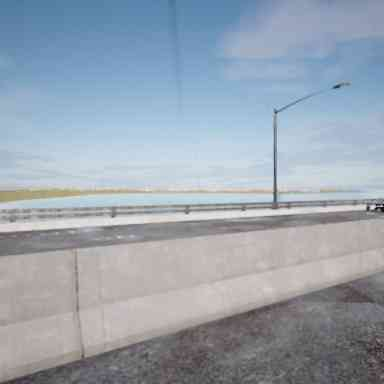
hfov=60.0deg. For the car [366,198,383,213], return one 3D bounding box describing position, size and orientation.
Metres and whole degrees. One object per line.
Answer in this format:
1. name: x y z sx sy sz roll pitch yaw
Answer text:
1. car: 20.489 1.398 35.467 4.902 1.511 2.128 0 0 -35
